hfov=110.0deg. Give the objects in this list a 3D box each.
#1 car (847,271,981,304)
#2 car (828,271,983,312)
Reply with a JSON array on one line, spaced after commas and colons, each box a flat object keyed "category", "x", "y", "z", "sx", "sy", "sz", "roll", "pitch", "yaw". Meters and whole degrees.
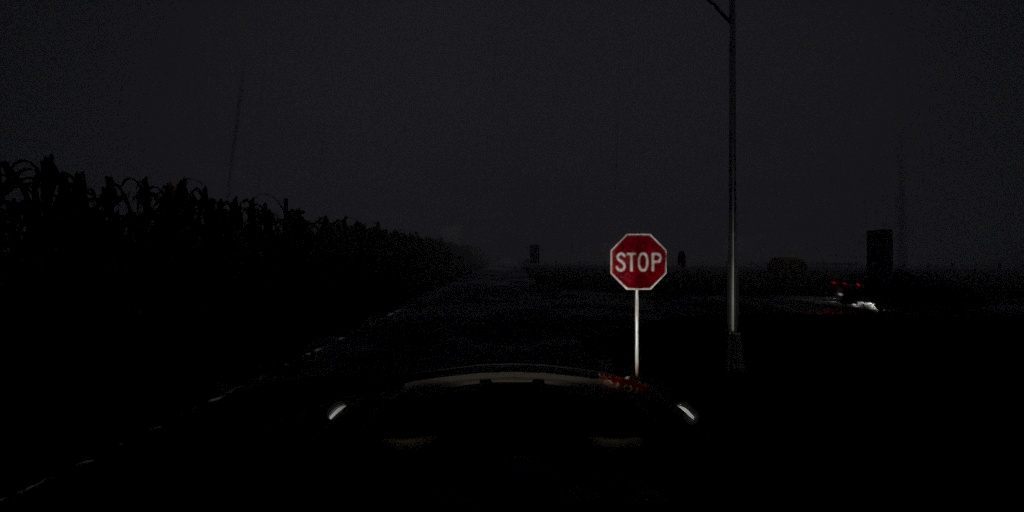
[{"category": "car", "x": 19.189, "y": 1.475, "z": 17.284, "sx": 4.181, "sy": 1.385, "sz": 1.994, "roll": 0, "pitch": 0, "yaw": 1}, {"category": "car", "x": 15.678, "y": 1.361, "z": 14.425, "sx": 4.902, "sy": 1.511, "sz": 2.128, "roll": 0, "pitch": 0, "yaw": 1}]
